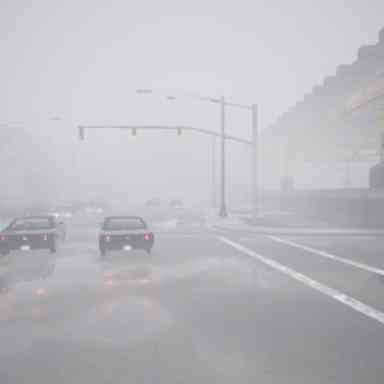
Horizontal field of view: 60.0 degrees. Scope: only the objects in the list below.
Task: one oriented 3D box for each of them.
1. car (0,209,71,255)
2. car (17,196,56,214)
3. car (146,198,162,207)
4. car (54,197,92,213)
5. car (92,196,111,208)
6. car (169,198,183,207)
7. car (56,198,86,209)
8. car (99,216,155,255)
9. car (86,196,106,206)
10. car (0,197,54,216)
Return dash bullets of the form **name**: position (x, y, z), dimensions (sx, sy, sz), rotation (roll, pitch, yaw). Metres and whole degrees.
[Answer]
- **car**: position (-6.256, 1.607, 13.487), dimensions (1.895, 1.301, 4.718), rotation (0, 0, -15)
- **car**: position (-17.023, 1.370, 36.735), dimensions (2.097, 1.767, 4.553), rotation (0, 0, 2)
- **car**: position (-5.988, 1.575, 52.395), dimensions (1.994, 1.385, 4.181), rotation (0, 0, 2)
- **car**: position (-13.497, 1.563, 37.550), dimensions (2.033, 1.411, 5.357), rotation (0, 0, 2)
- **car**: position (-13.151, 1.617, 47.852), dimensions (1.895, 1.301, 4.718), rotation (0, 0, 2)
- **car**: position (-2.489, 1.572, 52.296), dimensions (1.994, 1.385, 4.181), rotation (0, 0, 2)
- **car**: position (-16.705, 1.566, 46.313), dimensions (2.033, 1.411, 5.357), rotation (0, 0, 2)
- **car**: position (-2.768, 1.605, 13.446), dimensions (1.895, 1.301, 4.718), rotation (0, 0, -15)
- **car**: position (-16.368, 1.497, 56.761), dimensions (1.882, 1.535, 5.008), rotation (0, 0, 2)
- **car**: position (-13.783, 1.492, 27.727), dimensions (1.882, 1.535, 5.008), rotation (0, 0, 2)
